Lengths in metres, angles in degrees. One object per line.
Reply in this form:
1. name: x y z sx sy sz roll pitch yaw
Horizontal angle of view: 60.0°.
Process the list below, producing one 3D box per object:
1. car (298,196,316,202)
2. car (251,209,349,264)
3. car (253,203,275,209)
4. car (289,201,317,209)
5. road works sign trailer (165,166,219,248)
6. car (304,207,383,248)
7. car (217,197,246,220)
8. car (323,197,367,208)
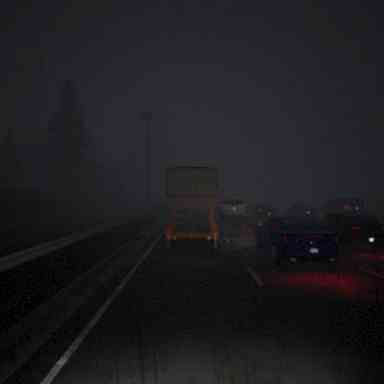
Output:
1. car: 22.926 1.830 66.571 3.866 1.878 1.905 0 -1 0
2. car: 3.600 1.592 12.273 1.882 1.535 5.008 0 -1 0
3. car: 7.102 1.831 32.929 1.812 1.442 4.674 0 -1 0
4. car: 10.602 1.864 32.325 1.994 1.385 4.181 0 -1 0
5. road works sign trailer: 0.000 0.608 15.474 2.380 3.560 2.880 0 -1 0
6. car: 7.100 1.650 15.574 1.837 1.490 4.892 0 -1 0
7. car: 3.601 1.509 31.033 2.150 2.045 5.566 0 -1 0
8. car: 14.102 1.510 31.074 2.150 2.045 5.566 0 -1 0
